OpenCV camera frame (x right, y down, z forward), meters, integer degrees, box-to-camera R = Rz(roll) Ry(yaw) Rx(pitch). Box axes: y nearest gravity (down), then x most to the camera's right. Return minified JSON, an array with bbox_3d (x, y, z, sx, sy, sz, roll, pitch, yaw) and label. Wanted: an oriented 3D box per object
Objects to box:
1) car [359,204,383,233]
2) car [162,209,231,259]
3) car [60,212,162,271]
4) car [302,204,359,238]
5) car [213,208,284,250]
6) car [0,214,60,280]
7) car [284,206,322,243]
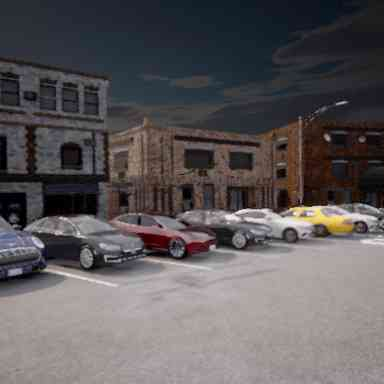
[{"bbox_3d":[8.265,1.535,19.483,4.674,1.452,2.002,-1,-1,35],"label":"car"},{"bbox_3d":[-1.266,1.518,12.653,4.792,1.488,2.163,-1,-1,35],"label":"car"},{"bbox_3d":[-3.685,1.488,10.970,4.892,1.521,2.231,-1,-1,35],"label":"car"},{"bbox_3d":[5.720,1.493,17.877,5.366,1.575,1.946,-1,-1,35],"label":"car"},{"bbox_3d":[1.095,1.491,14.382,4.892,1.521,2.231,-1,-1,34],"label":"car"},{"bbox_3d":[-6.094,1.361,9.285,4.553,1.767,2.185,-1,-1,35],"label":"car"},{"bbox_3d":[3.486,1.532,16.076,4.674,1.452,2.002,-1,-1,35],"label":"car"}]
